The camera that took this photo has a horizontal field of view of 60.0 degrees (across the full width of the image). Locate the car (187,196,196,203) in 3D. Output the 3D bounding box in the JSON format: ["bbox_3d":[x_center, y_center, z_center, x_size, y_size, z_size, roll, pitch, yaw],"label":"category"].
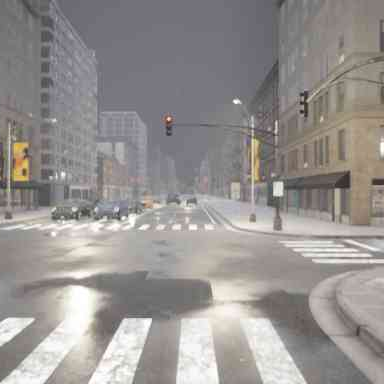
[{"bbox_3d":[-0.022,1.486,68.449,1.812,1.442,4.674,0,0,0],"label":"car"}]

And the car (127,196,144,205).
[{"bbox_3d":[-9.815,1.460,58.544,2.128,1.511,4.902,0,0,1],"label":"car"}]

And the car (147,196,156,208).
[{"bbox_3d":[-6.593,1.456,46.671,1.882,1.535,5.008,0,0,0],"label":"car"}]

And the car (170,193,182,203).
[{"bbox_3d":[-3.272,1.182,68.478,2.150,2.045,5.566,0,0,0],"label":"car"}]

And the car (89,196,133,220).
[{"bbox_3d":[-6.598,1.341,27.545,2.097,1.767,4.553,0,0,0],"label":"car"}]

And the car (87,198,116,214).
[{"bbox_3d":[-9.848,1.490,36.517,1.837,1.490,4.892,0,0,0],"label":"car"}]

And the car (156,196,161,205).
[{"bbox_3d":[-6.560,1.493,59.165,1.812,1.442,4.674,0,0,0],"label":"car"}]

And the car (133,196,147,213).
[{"bbox_3d":[-6.594,1.476,36.384,2.128,1.511,4.902,0,0,0],"label":"car"}]

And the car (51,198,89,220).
[{"bbox_3d":[-9.847,1.341,27.545,2.097,1.767,4.553,0,0,0],"label":"car"}]

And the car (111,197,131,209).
[{"bbox_3d":[-9.847,1.504,46.463,1.812,1.442,4.674,0,0,0],"label":"car"}]

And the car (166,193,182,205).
[{"bbox_3d":[-3.268,1.190,58.058,2.150,2.045,5.566,0,0,0],"label":"car"}]

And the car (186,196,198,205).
[{"bbox_3d":[-0.018,1.474,58.029,1.837,1.490,4.892,0,0,0],"label":"car"}]
